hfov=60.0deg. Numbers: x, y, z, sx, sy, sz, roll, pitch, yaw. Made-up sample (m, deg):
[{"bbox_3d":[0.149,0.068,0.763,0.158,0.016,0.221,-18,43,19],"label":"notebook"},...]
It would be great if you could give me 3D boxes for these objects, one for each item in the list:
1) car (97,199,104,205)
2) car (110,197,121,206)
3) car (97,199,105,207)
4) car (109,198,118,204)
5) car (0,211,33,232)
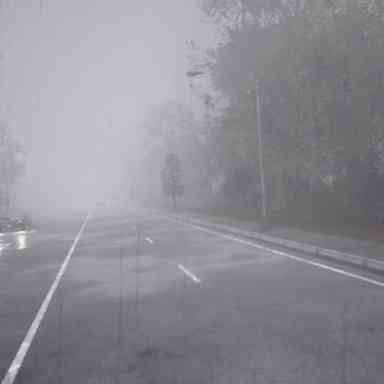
[{"bbox_3d":[-24.787,2.731,90.014,1.812,1.442,4.674,-3,0,-16],"label":"car"},{"bbox_3d":[-18.612,2.205,80.971,2.150,2.045,5.566,-3,0,-16],"label":"car"},{"bbox_3d":[-22.052,2.709,80.359,2.128,1.511,4.902,-3,0,-16],"label":"car"},{"bbox_3d":[-21.427,2.507,90.968,2.128,1.511,4.902,-3,0,-16],"label":"car"},{"bbox_3d":[-14.455,2.345,27.440,1.812,1.442,4.674,-3,0,-15],"label":"car"}]
